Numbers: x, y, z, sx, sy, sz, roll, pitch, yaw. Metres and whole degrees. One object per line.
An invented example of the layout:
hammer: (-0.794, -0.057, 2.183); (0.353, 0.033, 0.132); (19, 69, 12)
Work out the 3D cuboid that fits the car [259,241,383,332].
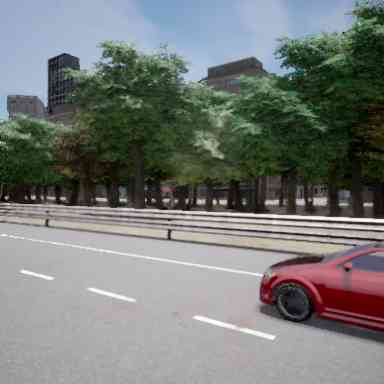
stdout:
car: (3.322, 1.565, 5.799); (4.181, 1.385, 1.994); (0, 0, 36)
